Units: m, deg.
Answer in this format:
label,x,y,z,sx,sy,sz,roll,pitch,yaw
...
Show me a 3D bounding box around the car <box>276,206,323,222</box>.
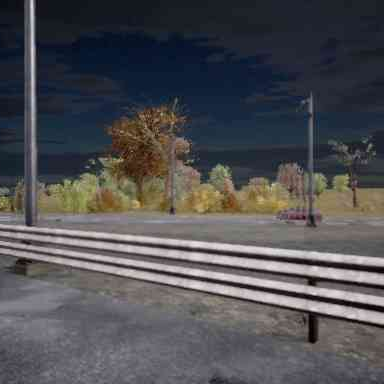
label,x,y,z,sx,sy,sz,roll,pitch,yaw
car,10.067,2.062,31.341,4.181,1.385,1.994,0,0,11
